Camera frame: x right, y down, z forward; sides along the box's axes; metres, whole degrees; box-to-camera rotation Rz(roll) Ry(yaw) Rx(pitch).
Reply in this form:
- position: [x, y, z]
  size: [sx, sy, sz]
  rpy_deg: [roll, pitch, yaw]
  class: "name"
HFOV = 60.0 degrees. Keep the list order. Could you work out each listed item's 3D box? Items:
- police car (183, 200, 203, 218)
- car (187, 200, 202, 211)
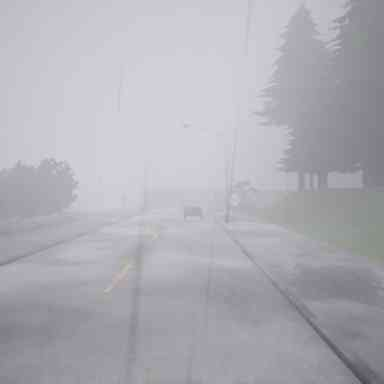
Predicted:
- position: [0.080, 1.734, 33.592]
  size: [1.930, 1.638, 5.238]
  rpy_deg: [0, 0, 0]
  class: "police car"
- position: [0.367, 1.935, 49.769]
  size: [1.882, 1.535, 5.008]
  rpy_deg: [0, 0, 5]
  class: "car"
